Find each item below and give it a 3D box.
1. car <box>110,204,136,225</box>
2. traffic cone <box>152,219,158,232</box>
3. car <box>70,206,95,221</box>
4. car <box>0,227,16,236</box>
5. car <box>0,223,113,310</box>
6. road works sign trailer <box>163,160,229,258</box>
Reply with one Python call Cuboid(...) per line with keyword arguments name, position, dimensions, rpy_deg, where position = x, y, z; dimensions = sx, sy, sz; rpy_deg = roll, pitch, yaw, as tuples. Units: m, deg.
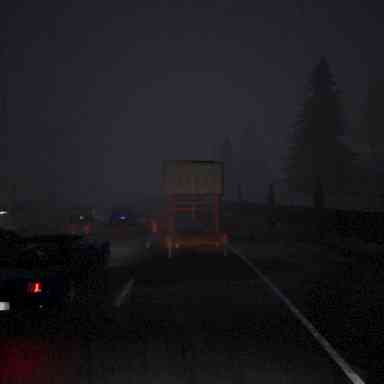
Cuboid(name="car", position=(-5.372, 1.693, 25.967), dimensions=(1.882, 1.535, 5.008), rpy_deg=(0, 0, -11))
Cuboid(name="traffic cone", position=(-2.238, 2.104, 19.996), dimensions=(0.340, 0.580, 0.340), rpy_deg=(0, 0, -7))
Cuboid(name="car", position=(-9.822, 1.884, 30.057), dimensions=(1.895, 1.301, 4.718), rpy_deg=(0, 0, -14))
Cuboid(name="car", position=(-6.941, 1.480, 9.833), dimensions=(2.097, 1.767, 4.553), rpy_deg=(-1, 0, -2))
Cuboid(name="car", position=(-3.324, 1.683, 7.936), dimensions=(1.895, 1.301, 4.718), rpy_deg=(-1, 0, -1))
Cuboid(name="road works sign trailer", position=(0.045, 0.549, 13.228), dimensions=(2.380, 3.560, 2.880), rpy_deg=(0, 0, -7))
